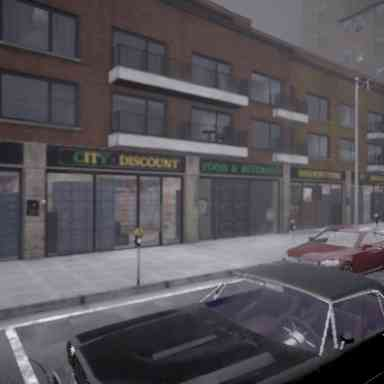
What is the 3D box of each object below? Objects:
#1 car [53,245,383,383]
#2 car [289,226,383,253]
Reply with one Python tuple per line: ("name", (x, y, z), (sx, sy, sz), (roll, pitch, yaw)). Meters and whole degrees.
("car", (1.033, 1.621, 3.811), (4.718, 1.301, 1.895), (0, 0, -36))
("car", (4.327, 1.644, 9.292), (4.206, 1.307, 1.802), (0, 0, -36))
